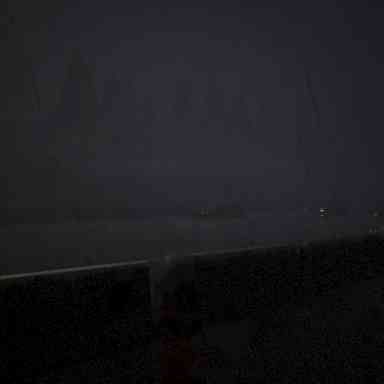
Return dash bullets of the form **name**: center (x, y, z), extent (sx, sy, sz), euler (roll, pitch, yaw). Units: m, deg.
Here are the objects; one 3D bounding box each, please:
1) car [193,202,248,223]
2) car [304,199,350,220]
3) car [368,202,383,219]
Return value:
- **car**: center (2.383, 1.595, 27.184), extent (5.008, 1.535, 1.882), euler (1, 0, -35)
- **car**: center (12.085, 1.485, 29.801), extent (4.553, 1.767, 2.097), euler (0, 0, -35)
- **car**: center (17.377, 1.626, 29.275), extent (4.902, 1.511, 2.128), euler (0, 0, -35)
